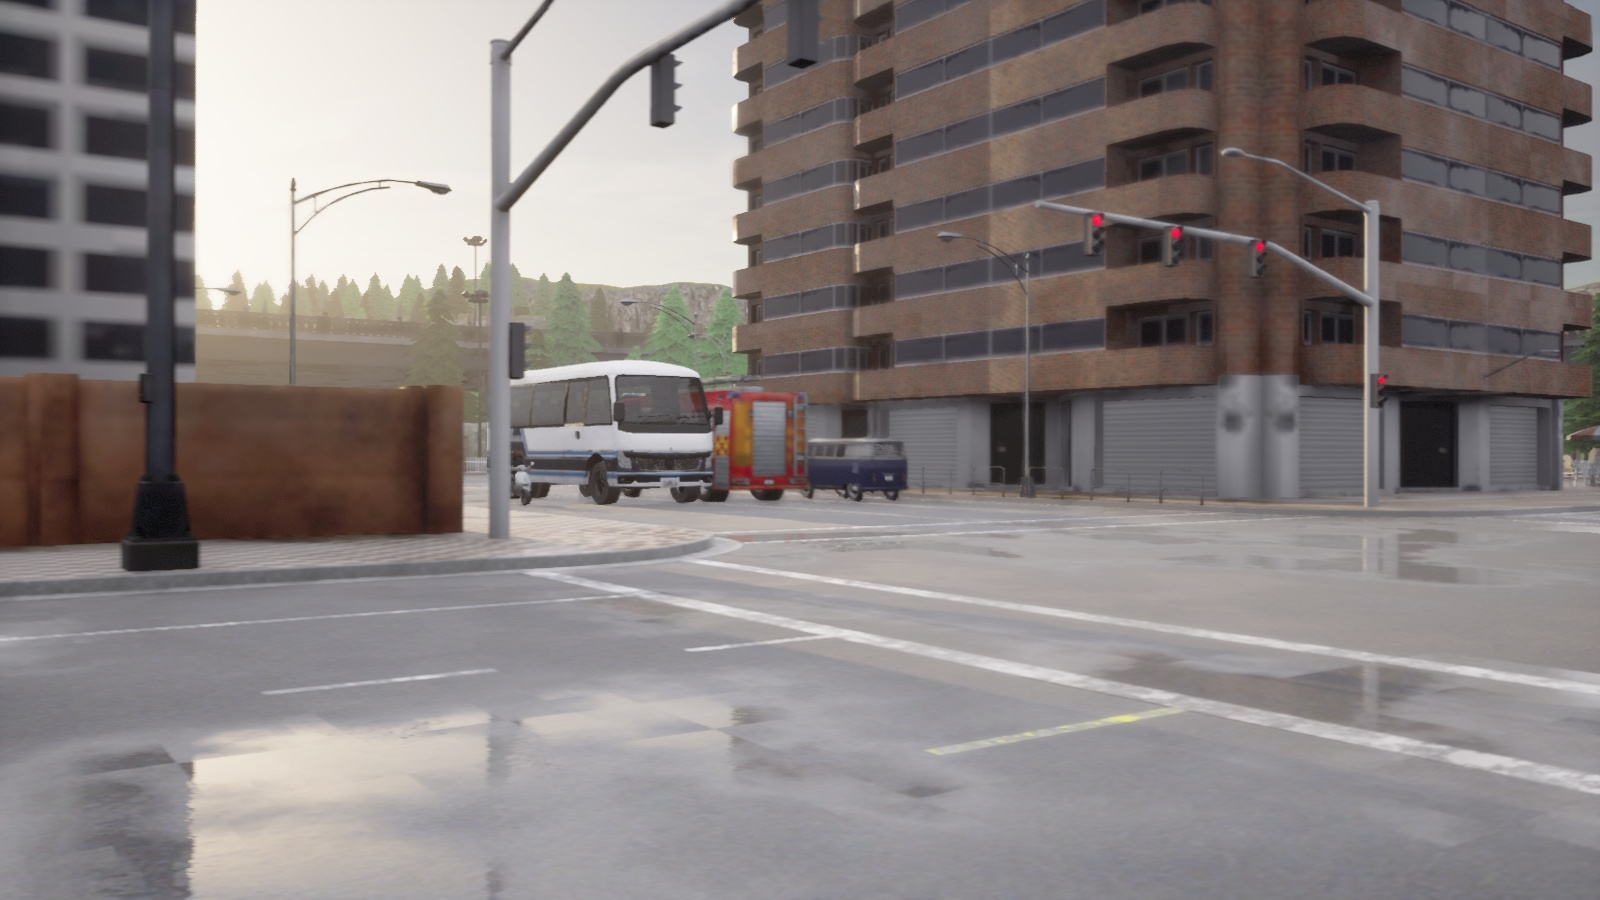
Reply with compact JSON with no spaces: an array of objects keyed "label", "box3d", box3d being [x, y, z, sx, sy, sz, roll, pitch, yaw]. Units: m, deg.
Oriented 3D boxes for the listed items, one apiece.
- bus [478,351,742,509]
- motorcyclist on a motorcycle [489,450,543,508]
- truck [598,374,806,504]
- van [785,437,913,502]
[{"label":"bus","box3d":[-6.238,-0.523,39.103,3.944,4.253,10.273,0,0,-35]},{"label":"motorcyclist on a motorcycle","box3d":[-8.068,0.803,35.623,0.866,1.590,1.817,0,0,-35]},{"label":"truck","box3d":[-3.446,-0.311,41.217,2.891,3.827,8.468,0,0,-35]},{"label":"van","box3d":[1.508,0.593,40.261,1.775,1.987,4.442,0,0,-35]}]
